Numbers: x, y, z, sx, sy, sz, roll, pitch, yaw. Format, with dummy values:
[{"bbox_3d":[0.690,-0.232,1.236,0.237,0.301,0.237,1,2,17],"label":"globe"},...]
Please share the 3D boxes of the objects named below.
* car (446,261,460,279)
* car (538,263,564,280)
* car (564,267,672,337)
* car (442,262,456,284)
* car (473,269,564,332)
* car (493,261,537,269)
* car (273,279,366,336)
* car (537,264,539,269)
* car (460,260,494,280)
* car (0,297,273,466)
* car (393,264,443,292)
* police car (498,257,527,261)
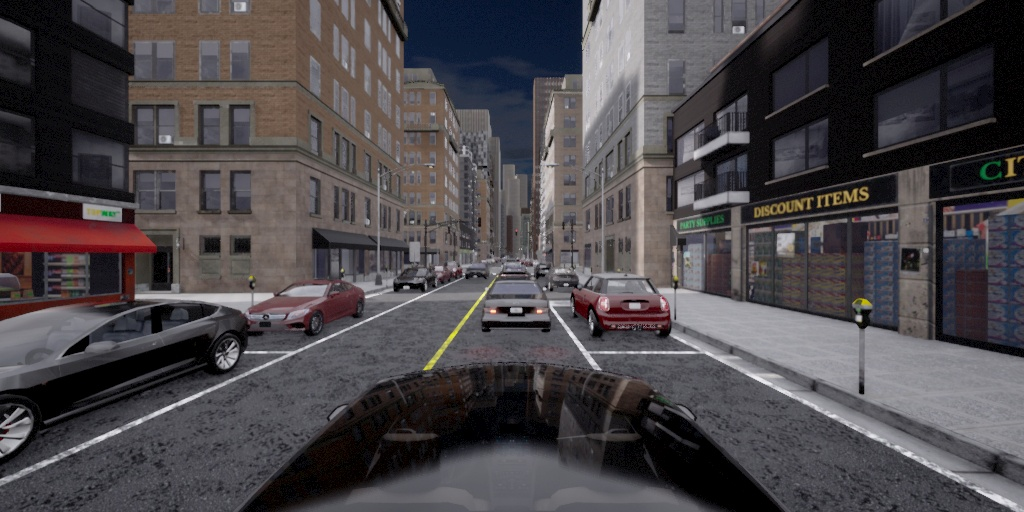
[{"bbox_3d":[-5.608,1.188,32.320,1.967,1.591,4.097,0,0,0],"label":"car"},{"bbox_3d":[2.894,1.298,21.299,2.007,1.370,4.403,0,0,0],"label":"car"},{"bbox_3d":[2.872,1.188,10.297,1.967,1.591,4.097,0,0,0],"label":"car"},{"bbox_3d":[-5.620,1.329,26.818,1.802,1.307,4.207,0,0,0],"label":"car"},{"bbox_3d":[0.113,1.296,10.768,2.033,1.411,5.357,0,0,0],"label":"car"},{"bbox_3d":[0.136,1.239,21.291,2.128,1.511,4.902,0,0,0],"label":"car"},{"bbox_3d":[-5.654,1.330,10.315,1.802,1.307,4.207,0,0,0],"label":"car"},{"bbox_3d":[2.917,1.313,32.302,1.948,1.339,4.313,0,0,0],"label":"car"},{"bbox_3d":[-2.958,1.295,31.591,2.033,1.411,5.357,0,0,1],"label":"car"},{"bbox_3d":[-5.665,1.315,4.813,1.948,1.339,4.313,0,0,0],"label":"car"},{"bbox_3d":[-5.631,1.313,21.317,1.948,1.339,4.313,0,0,0],"label":"car"},{"bbox_3d":[0.057,1.173,31.311,1.930,1.638,5.238,0,0,0],"label":"police car"}]
